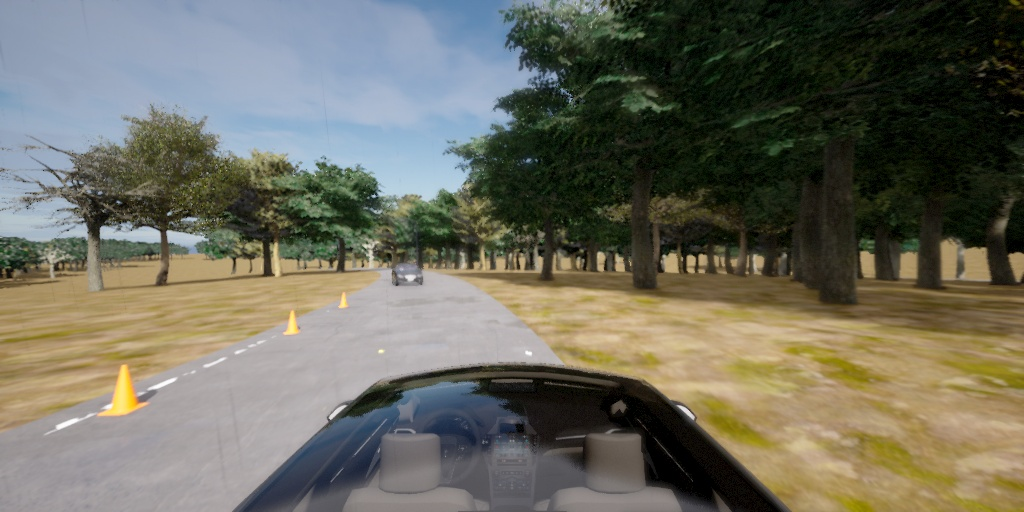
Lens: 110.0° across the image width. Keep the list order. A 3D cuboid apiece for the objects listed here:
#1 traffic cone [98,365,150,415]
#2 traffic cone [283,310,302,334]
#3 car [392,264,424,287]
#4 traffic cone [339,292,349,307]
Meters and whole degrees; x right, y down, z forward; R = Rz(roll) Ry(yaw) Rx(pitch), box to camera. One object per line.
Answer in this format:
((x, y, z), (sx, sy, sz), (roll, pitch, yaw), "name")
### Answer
((-5.110, 1.733, 4.737), (0.340, 0.580, 0.340), (0, 0, -5), "traffic cone")
((-5.786, 1.727, 9.464), (0.340, 0.580, 0.340), (0, 0, -10), "traffic cone")
((-7.536, 1.313, 25.734), (2.128, 1.511, 4.902), (-1, 0, -22), "car")
((-6.708, 1.734, 14.313), (0.340, 0.580, 0.340), (0, 0, -11), "traffic cone")
